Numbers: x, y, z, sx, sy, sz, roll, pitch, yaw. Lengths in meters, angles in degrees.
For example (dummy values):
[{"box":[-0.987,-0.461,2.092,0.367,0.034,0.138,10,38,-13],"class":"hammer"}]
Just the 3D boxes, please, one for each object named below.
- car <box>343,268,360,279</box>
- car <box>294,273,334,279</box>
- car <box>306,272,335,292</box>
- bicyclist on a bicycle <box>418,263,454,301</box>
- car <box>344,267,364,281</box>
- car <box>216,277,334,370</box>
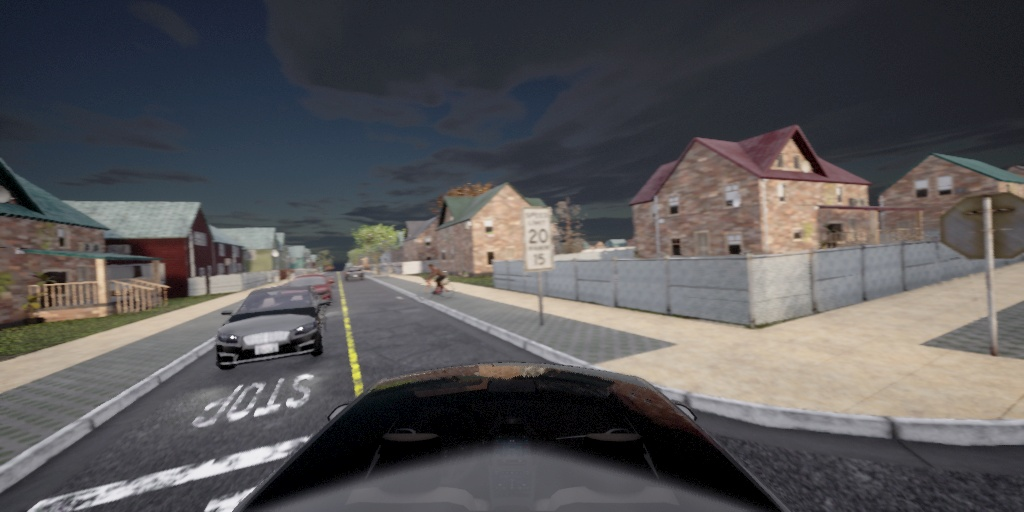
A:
[{"box":[-22.669,2.376,50.485,1.895,1.301,4.718,-4,0,-26],"class":"car"},{"box":[-10.104,1.687,17.979,1.882,1.535,5.008,-4,1,-26],"class":"car"},{"box":[-15.868,2.064,29.863,1.895,1.301,4.718,-4,0,-26],"class":"car"},{"box":[-3.369,1.140,15.840,1.656,1.620,0.582,-4,1,-26],"class":"bicyclist on a bicycle"},{"box":[-17.922,2.019,40.745,2.128,1.511,4.902,-4,0,-26],"class":"car"},{"box":[-5.675,1.515,8.909,2.128,1.511,4.902,-4,0,-26],"class":"car"}]
